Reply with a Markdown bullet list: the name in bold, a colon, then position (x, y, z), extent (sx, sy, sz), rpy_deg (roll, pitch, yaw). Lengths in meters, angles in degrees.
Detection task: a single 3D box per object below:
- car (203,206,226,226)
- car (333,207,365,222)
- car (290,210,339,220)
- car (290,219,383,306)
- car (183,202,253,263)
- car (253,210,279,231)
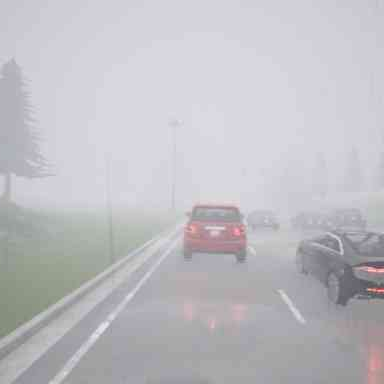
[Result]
- **car**: position (1.960, 1.983, 28.924), extent (1.812, 1.442, 4.674), rpy_deg (2, -1, 4)
- **car**: position (12.395, 2.073, 27.414), extent (2.097, 1.767, 4.553), rpy_deg (2, -1, 4)
- **car**: position (8.689, 2.129, 24.628), extent (2.033, 1.411, 5.357), rpy_deg (2, -1, 4)
- **car**: position (4.060, 1.723, 8.517), extent (2.128, 1.511, 4.902), rpy_deg (2, -1, 4)
- **car**: position (0.896, 1.431, 13.183), extent (2.150, 2.045, 5.566), rpy_deg (2, -1, 4)
- **car**: position (5.198, 2.037, 24.864), extent (2.033, 1.411, 5.357), rpy_deg (2, -1, 4)
